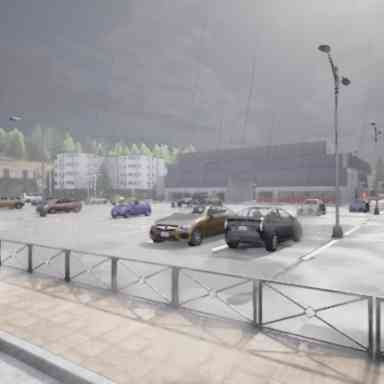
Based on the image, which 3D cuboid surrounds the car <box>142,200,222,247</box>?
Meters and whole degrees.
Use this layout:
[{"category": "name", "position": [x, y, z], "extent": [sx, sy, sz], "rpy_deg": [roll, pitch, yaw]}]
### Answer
[{"category": "car", "position": [0.343, 1.365, 15.074], "extent": [2.152, 1.636, 5.027], "rpy_deg": [0, 0, 34]}]

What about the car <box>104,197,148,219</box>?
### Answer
[{"category": "car", "position": [-5.149, 1.405, 28.076], "extent": [1.845, 1.501, 3.633], "rpy_deg": [0, 0, 34]}]

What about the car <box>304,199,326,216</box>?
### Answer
[{"category": "car", "position": [10.947, 1.418, 30.436], "extent": [1.970, 1.475, 3.806], "rpy_deg": [0, 0, 34]}]

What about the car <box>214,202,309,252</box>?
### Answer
[{"category": "car", "position": [2.968, 1.361, 13.356], "extent": [2.007, 1.523, 4.514], "rpy_deg": [0, 0, 34]}]

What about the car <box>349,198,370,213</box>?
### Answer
[{"category": "car", "position": [17.580, 1.395, 34.902], "extent": [1.845, 1.501, 3.633], "rpy_deg": [0, 0, 34]}]

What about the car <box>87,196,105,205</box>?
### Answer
[{"category": "car", "position": [-16.434, 1.429, 57.264], "extent": [1.970, 1.475, 3.806], "rpy_deg": [0, 0, 34]}]

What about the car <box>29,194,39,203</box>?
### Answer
[{"category": "car", "position": [-23.422, 1.511, 53.488], "extent": [2.007, 1.523, 4.514], "rpy_deg": [0, 0, 34]}]

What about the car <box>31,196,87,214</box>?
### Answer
[{"category": "car", "position": [-13.394, 1.427, 33.722], "extent": [2.007, 1.523, 4.514], "rpy_deg": [0, 0, 34]}]

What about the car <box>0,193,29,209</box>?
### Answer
[{"category": "car", "position": [-23.302, 1.280, 41.307], "extent": [1.932, 1.855, 4.605], "rpy_deg": [0, 0, 34]}]

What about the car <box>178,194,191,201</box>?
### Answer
[{"category": "car", "position": [-0.356, 1.191, 46.743], "extent": [1.905, 1.878, 3.866], "rpy_deg": [0, 0, 34]}]

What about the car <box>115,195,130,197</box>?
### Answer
[{"category": "car", "position": [-10.942, 1.323, 53.928], "extent": [2.152, 1.636, 5.027], "rpy_deg": [0, 0, 34]}]

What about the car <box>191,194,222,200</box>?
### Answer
[{"category": "car", "position": [2.280, 1.199, 45.452], "extent": [1.932, 1.855, 4.605], "rpy_deg": [0, 0, 34]}]
